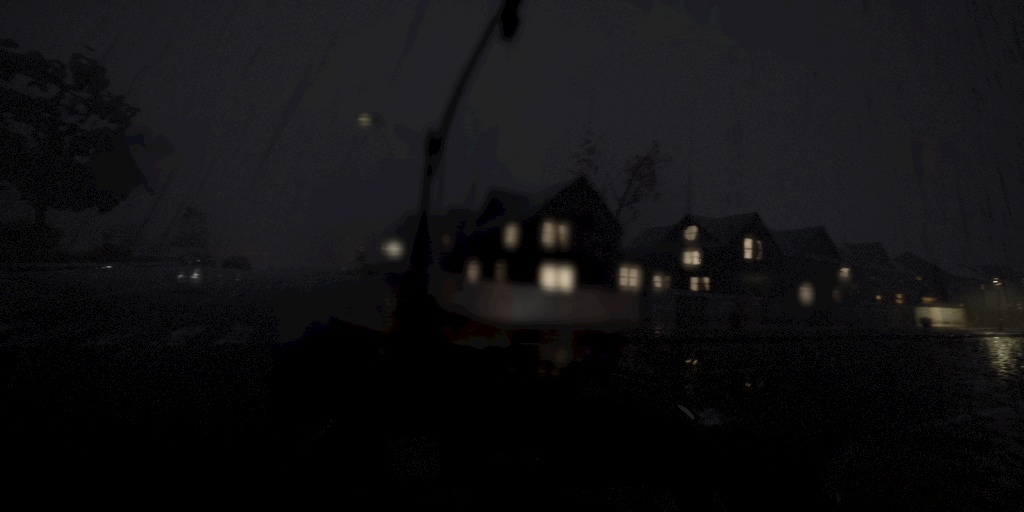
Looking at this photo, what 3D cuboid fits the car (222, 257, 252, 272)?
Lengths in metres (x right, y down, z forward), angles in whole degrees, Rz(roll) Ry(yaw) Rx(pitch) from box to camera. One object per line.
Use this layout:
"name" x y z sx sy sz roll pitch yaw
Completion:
"car" -29.700 0.854 38.891 1.837 1.490 4.892 6 -4 -25

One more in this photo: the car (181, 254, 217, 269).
"car" -32.650 0.531 37.567 2.128 1.511 4.902 6 -3 -25
